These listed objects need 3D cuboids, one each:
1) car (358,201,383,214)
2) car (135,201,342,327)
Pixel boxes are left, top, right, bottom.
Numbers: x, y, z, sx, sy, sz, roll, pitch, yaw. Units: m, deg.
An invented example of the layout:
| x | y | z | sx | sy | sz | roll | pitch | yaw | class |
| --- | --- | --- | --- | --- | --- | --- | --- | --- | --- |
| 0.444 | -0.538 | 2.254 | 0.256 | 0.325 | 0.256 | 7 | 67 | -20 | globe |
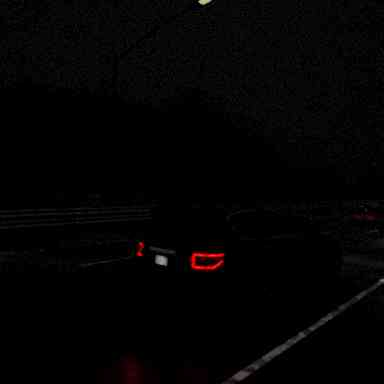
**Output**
| x | y | z | sx | sy | sz | roll | pitch | yaw | class |
| --- | --- | --- | --- | --- | --- | --- | --- | --- | --- |
| 20.920 | 1.806 | 38.749 | 1.812 | 1.442 | 4.674 | 0 | 0 | 41 | car |
| 1.361 | 1.224 | 7.363 | 2.150 | 2.045 | 5.566 | 0 | 0 | 44 | car |
